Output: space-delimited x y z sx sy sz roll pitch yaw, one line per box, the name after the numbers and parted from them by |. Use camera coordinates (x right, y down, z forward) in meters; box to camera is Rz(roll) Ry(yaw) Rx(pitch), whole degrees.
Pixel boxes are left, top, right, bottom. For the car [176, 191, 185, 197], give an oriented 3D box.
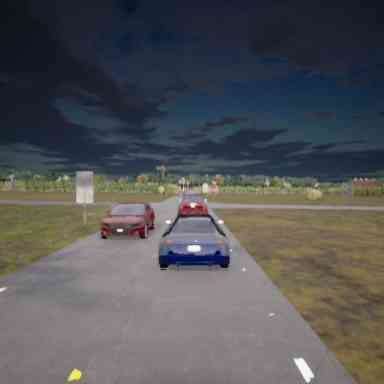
-2.724 0.427 82.007 2.128 1.511 4.902 0 1 0 | car

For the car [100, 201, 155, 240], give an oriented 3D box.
-2.835 1.200 15.584 1.882 1.535 5.008 0 1 0 | car

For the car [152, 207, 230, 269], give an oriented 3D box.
0.074 1.371 10.466 1.994 1.385 4.181 0 1 1 | car

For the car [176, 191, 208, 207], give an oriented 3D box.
0.077 0.928 25.024 2.097 1.767 4.553 0 1 0 | car
